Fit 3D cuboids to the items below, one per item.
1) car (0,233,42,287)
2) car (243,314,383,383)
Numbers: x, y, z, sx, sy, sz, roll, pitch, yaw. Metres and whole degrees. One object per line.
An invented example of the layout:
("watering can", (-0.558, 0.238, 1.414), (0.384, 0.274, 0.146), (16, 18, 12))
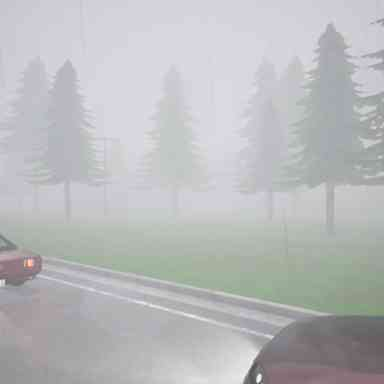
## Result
("car", (-5.785, 1.601, 8.108), (4.718, 1.301, 1.895), (0, 0, 35))
("car", (2.424, 1.564, 2.263), (4.181, 1.385, 1.994), (0, 0, 36))
